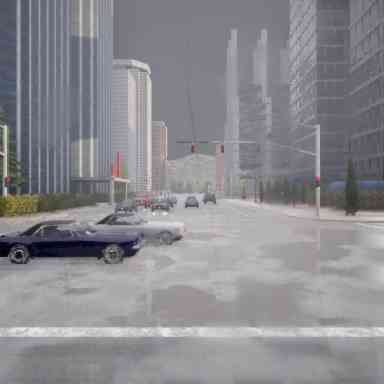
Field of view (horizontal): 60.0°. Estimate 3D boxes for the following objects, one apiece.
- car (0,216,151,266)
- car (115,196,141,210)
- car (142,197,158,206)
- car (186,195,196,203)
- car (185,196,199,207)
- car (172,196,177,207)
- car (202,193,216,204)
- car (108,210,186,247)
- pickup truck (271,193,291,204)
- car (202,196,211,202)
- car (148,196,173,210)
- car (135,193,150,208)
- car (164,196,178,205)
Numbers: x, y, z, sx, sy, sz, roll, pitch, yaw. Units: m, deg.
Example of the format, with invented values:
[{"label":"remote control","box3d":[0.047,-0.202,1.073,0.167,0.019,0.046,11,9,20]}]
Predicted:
[{"label":"car","box3d":[-3.927,1.601,11.035,4.718,1.301,1.895,0,0,0]},{"label":"car","box3d":[-7.166,1.505,36.546,1.837,1.490,4.892,0,0,0]},{"label":"car","box3d":[-7.194,1.547,57.605,2.033,1.411,5.357,0,0,0]},{"label":"car","box3d":[-0.142,1.513,73.356,2.128,1.511,4.902,0,0,0]},{"label":"car","box3d":[-0.008,1.564,49.748,1.994,1.385,4.181,0,0,0]},{"label":"car","box3d":[-3.678,1.601,49.595,1.895,1.301,4.718,0,0,0]},{"label":"car","box3d":[3.463,1.221,65.083,2.150,2.045,5.566,0,0,0]},{"label":"car","box3d":[-2.609,1.601,14.525,4.718,1.301,1.895,0,0,0]},{"label":"pickup truck","box3d":[16.491,1.059,61.477,2.390,2.098,6.274,0,0,30]},{"label":"car","box3d":[3.339,1.595,76.009,1.895,1.301,4.718,0,0,0]},{"label":"car","box3d":[-3.665,1.564,39.588,1.994,1.385,4.181,0,0,0]},{"label":"car","box3d":[-7.180,1.221,47.102,2.150,2.045,5.566,0,0,0]},{"label":"car","box3d":[-3.692,1.491,60.012,2.128,1.511,4.902,0,0,0]}]
